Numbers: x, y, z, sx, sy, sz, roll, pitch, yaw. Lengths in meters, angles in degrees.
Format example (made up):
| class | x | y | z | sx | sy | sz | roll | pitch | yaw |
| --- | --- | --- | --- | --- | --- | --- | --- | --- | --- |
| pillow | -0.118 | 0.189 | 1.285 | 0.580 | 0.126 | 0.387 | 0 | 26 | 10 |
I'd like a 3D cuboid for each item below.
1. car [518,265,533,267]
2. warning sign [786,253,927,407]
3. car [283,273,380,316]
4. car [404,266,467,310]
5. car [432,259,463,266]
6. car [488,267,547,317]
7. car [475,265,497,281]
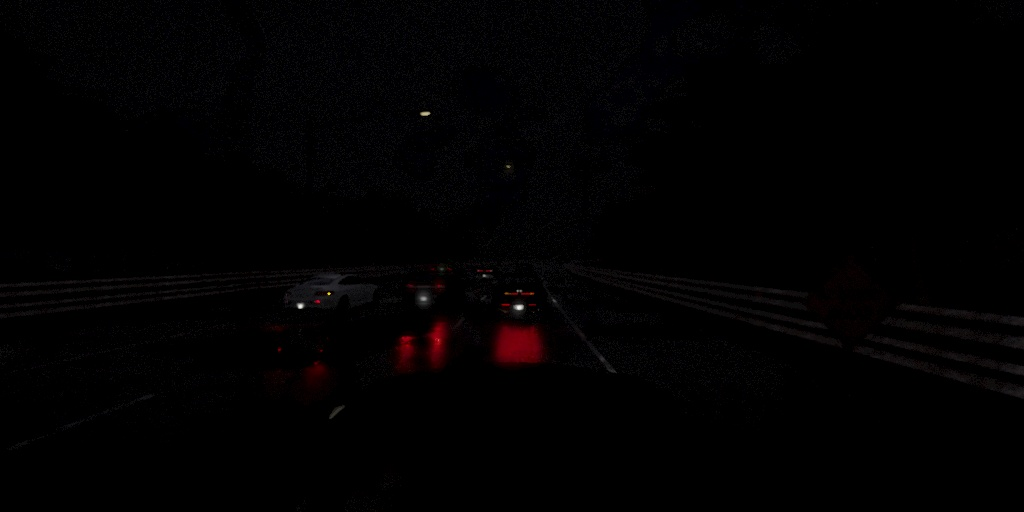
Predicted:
| class | x | y | z | sx | sy | sz | roll | pitch | yaw |
| --- | --- | --- | --- | --- | --- | --- | --- | --- | --- |
| car | 1.271 | 1.552 | 33.638 | 1.837 | 1.490 | 4.892 | 0 | -1 | 4 |
| warning sign | 4.563 | 0.894 | 4.859 | 1.300 | 1.860 | 1.060 | 0 | 0 | 0 |
| car | -6.708 | 1.382 | 13.779 | 1.812 | 1.442 | 4.674 | 0 | -1 | 1 |
| car | -3.147 | 1.366 | 15.528 | 2.128 | 1.511 | 4.902 | 0 | -1 | 2 |
| car | -5.815 | 1.258 | 32.849 | 2.150 | 2.045 | 5.566 | 0 | -1 | 3 |
| car | 0.300 | 1.366 | 13.750 | 1.837 | 1.490 | 4.892 | 0 | 0 | 2 |
| car | -2.233 | 1.537 | 33.678 | 2.128 | 1.511 | 4.902 | 0 | -1 | 4 |
